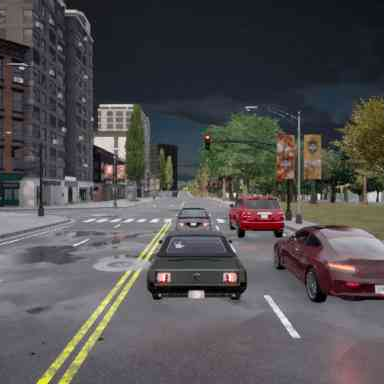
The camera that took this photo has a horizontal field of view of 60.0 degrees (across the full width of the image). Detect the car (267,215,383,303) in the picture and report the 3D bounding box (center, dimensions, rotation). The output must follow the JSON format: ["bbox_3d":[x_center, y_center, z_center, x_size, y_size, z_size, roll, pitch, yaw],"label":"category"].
[{"bbox_3d":[3.338,1.524,8.085,1.812,1.442,4.674,0,0,0],"label":"car"}]

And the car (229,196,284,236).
[{"bbox_3d":[3.317,1.217,17.898,2.150,2.045,5.566,0,0,0],"label":"car"}]

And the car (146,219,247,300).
[{"bbox_3d":[0.085,1.599,8.346,1.895,1.301,4.718,0,0,0],"label":"car"}]

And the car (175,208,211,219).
[{"bbox_3d":[0.068,1.543,17.938,2.033,1.411,5.357,0,0,0],"label":"car"}]
